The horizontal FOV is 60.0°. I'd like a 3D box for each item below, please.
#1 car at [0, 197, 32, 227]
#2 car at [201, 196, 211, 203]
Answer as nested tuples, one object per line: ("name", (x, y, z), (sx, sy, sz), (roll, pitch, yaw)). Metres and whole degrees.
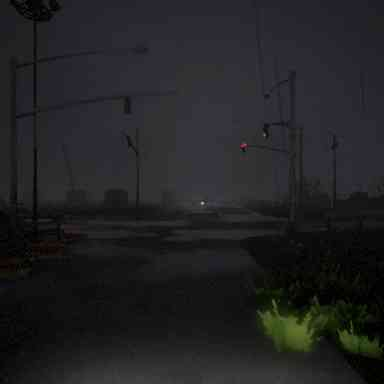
("car", (-13.224, 1.131, 21.082), (5.566, 2.045, 2.150), (1, 0, 0))
("car", (2.887, 1.509, 70.173), (1.994, 1.385, 4.181), (0, 0, 3))
